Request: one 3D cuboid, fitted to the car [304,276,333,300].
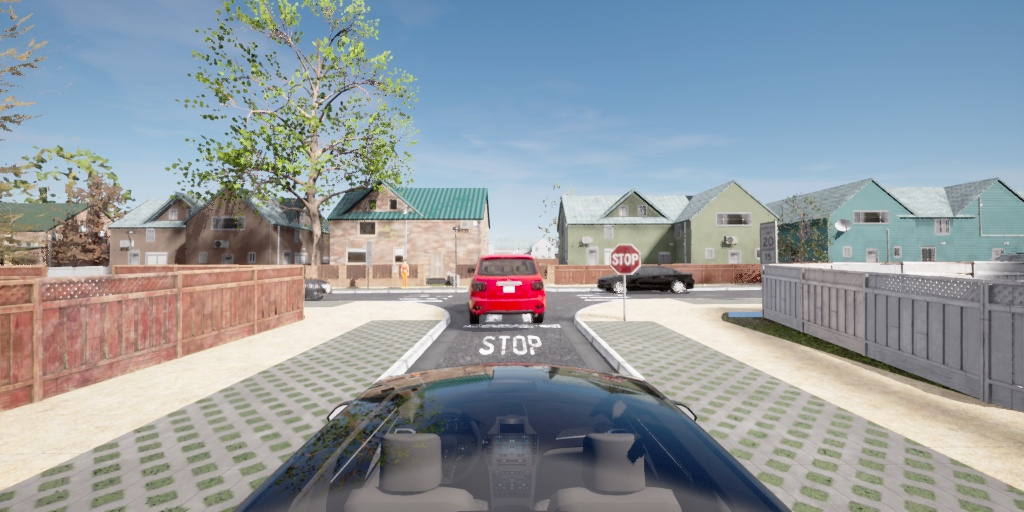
[{"bbox_3d":[-11.001,1.362,16.687,4.902,1.511,2.128,-1,-1,1],"label":"car"}]

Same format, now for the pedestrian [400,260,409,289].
[{"bbox_3d":[-6.733,1.117,22.503,0.375,1.860,0.375,0,-1,1],"label":"pedestrian"}]

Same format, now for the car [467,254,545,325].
[{"bbox_3d":[-0.306,0.965,11.995,2.150,2.045,5.566,0,0,-5],"label":"car"}]

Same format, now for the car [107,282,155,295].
[{"bbox_3d":[-19.164,1.634,19.730,4.718,1.301,1.895,-1,-1,1],"label":"car"}]

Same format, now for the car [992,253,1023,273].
[{"bbox_3d":[27.750,0.828,19.174,5.566,2.045,2.150,0,-1,1],"label":"car"}]

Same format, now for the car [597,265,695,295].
[{"bbox_3d":[7.149,1.250,19.418,5.008,1.535,1.882,0,-1,1],"label":"car"}]

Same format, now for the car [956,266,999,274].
[{"bbox_3d":[18.713,1.126,16.328,4.674,1.442,1.812,0,-1,1],"label":"car"}]
